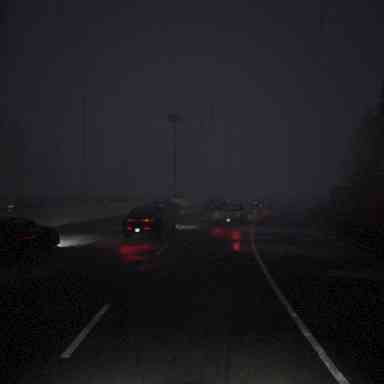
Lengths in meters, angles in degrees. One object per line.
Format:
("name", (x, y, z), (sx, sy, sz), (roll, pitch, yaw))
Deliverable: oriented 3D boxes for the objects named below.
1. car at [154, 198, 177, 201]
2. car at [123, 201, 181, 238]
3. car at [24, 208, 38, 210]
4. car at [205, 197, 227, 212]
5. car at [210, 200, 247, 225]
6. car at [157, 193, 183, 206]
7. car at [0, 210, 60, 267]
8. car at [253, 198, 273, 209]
("car", (-2.458, 1.343, 30.539), (2.128, 1.511, 4.902), (0, 0, 16))
("car", (-2.044, 1.423, 17.144), (1.837, 1.490, 4.892), (0, 0, 9))
("car", (-16.712, 1.242, 32.288), (2.097, 1.767, 4.553), (0, 0, 16))
("car", (2.811, 1.287, 35.208), (1.882, 1.535, 5.008), (0, 0, 20))
("car", (2.791, 1.472, 23.199), (1.895, 1.301, 4.718), (0, 0, 13))
("car", (-3.258, 1.108, 49.467), (2.097, 1.767, 4.553), (0, 0, 21))
("car", (-6.299, 1.526, 11.356), (1.994, 1.385, 4.181), (0, 0, 5))
("car", (9.049, 1.355, 41.926), (1.895, 1.301, 4.718), (0, 0, 21))
